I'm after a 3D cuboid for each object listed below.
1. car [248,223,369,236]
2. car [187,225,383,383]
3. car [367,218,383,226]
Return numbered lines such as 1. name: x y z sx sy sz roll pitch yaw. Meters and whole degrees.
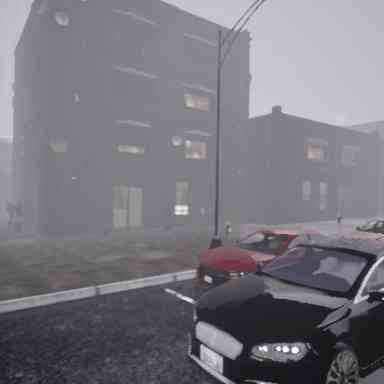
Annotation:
1. car: 2.171 1.565 8.175 4.507 1.381 1.887 0 1 -35
2. car: 2.202 1.506 4.939 4.902 1.511 2.128 0 0 -35
3. car: 6.844 1.582 11.407 4.507 1.381 1.887 0 1 -35
